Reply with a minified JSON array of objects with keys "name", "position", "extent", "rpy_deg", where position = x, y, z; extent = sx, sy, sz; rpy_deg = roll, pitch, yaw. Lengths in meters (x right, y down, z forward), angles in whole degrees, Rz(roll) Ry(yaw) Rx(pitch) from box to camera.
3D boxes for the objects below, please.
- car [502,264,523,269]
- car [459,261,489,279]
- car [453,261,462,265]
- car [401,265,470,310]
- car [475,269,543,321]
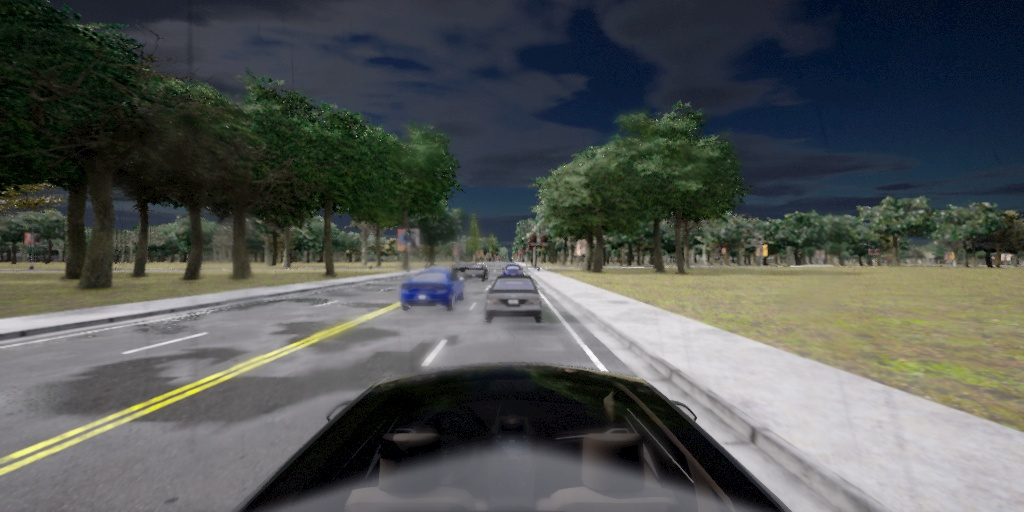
[{"name":"car","position":[0.083,1.512,33.632],"extent":[1.812,1.442,4.674],"rpy_deg":[0,0,0]},{"name":"car","position":[-3.163,1.470,32.646],"extent":[2.128,1.511,4.902],"rpy_deg":[0,0,0]},{"name":"car","position":[-6.583,1.457,47.286],"extent":[2.097,1.767,4.553],"rpy_deg":[0,-1,0]},{"name":"car","position":[-3.174,1.322,15.221],"extent":[1.882,1.535,5.008],"rpy_deg":[0,0,0]},{"name":"car","position":[0.068,1.374,12.710],"extent":[2.033,1.411,5.357],"rpy_deg":[0,0,0]}]
